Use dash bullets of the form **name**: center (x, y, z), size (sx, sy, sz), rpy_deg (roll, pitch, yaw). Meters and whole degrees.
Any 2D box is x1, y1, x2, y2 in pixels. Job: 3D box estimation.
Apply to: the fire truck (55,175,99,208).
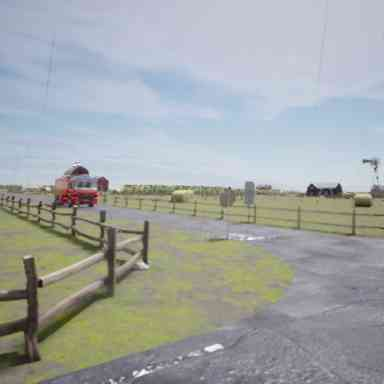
- **fire truck**: center (-14.384, -0.138, 40.967), size (2.891, 3.827, 8.468), rpy_deg (2, 0, -36)
